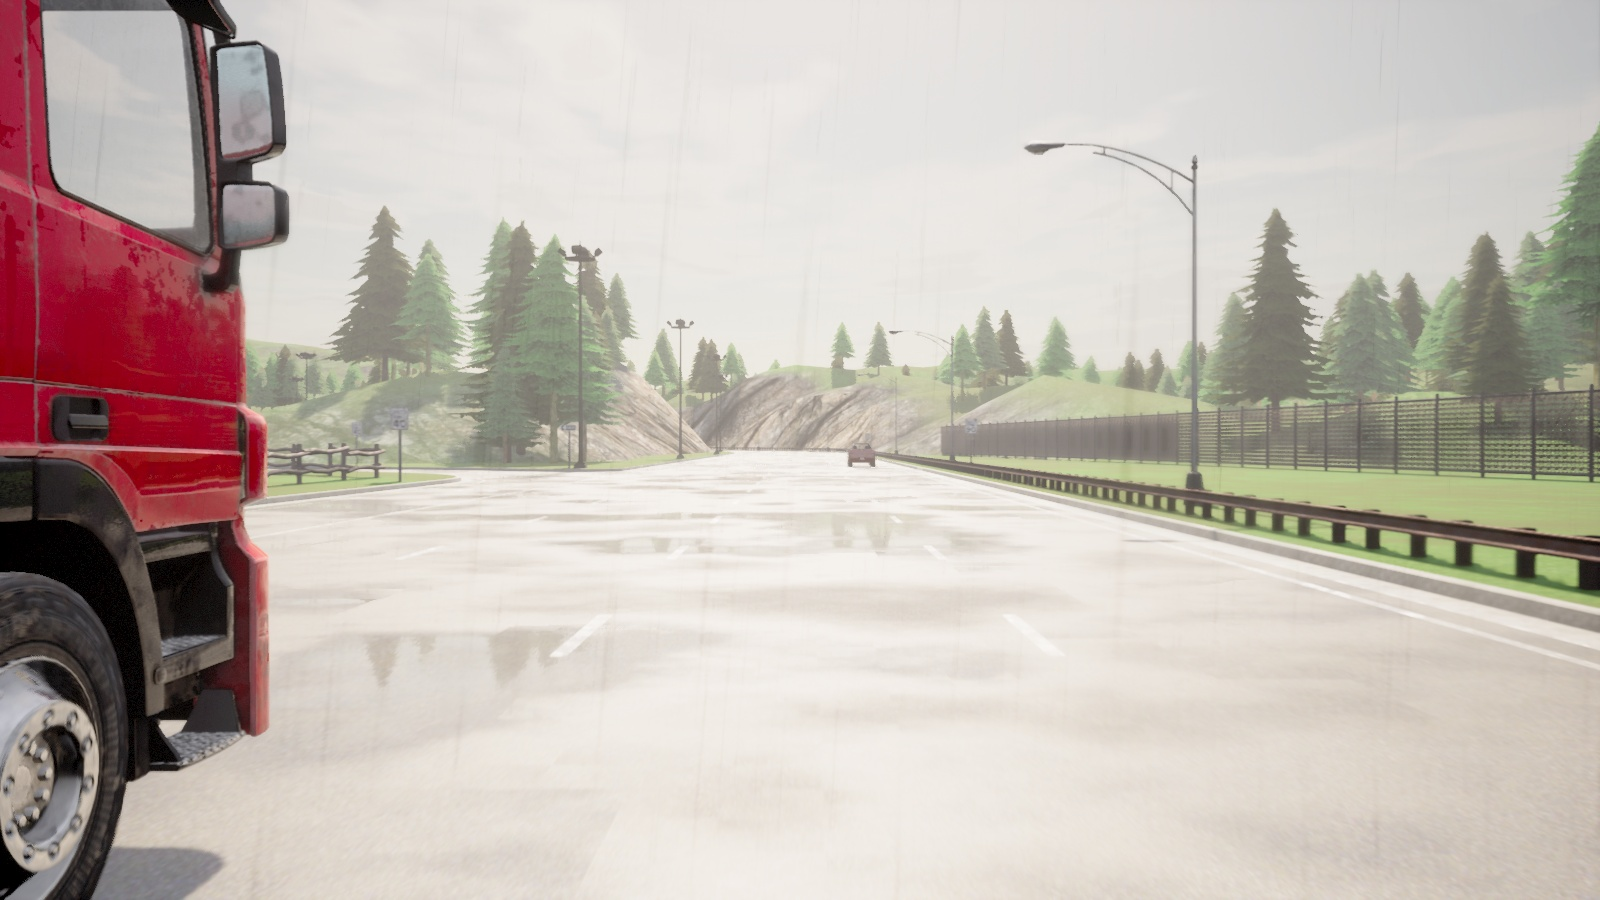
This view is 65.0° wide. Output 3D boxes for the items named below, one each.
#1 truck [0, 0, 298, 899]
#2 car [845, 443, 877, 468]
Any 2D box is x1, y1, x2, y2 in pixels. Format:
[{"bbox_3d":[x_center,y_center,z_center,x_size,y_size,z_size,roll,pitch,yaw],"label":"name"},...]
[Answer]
[{"bbox_3d":[-3.475,-0.244,1.069,2.891,3.462,7.936,0,0,0],"label":"truck"},{"bbox_3d":[3.840,0.318,79.351,1.845,1.501,3.633,0,0,0],"label":"car"}]
